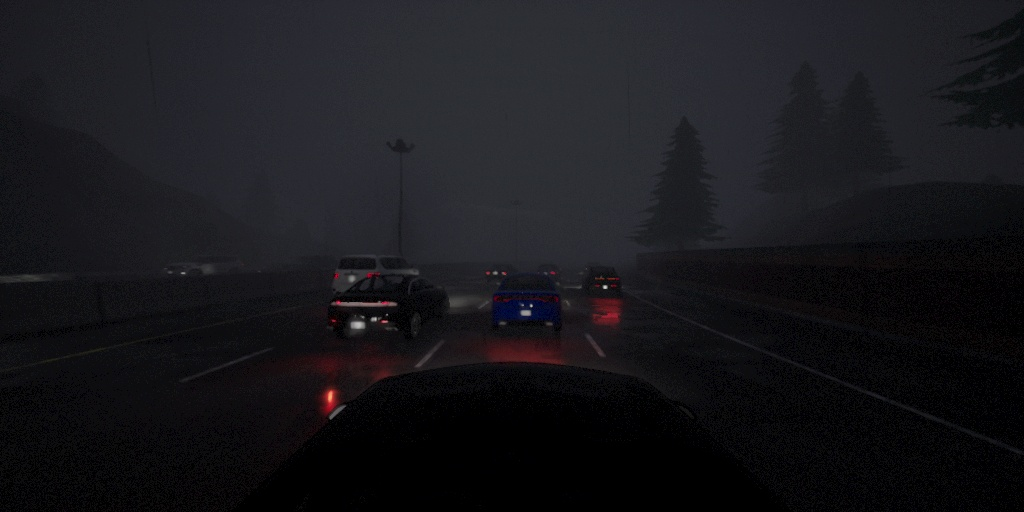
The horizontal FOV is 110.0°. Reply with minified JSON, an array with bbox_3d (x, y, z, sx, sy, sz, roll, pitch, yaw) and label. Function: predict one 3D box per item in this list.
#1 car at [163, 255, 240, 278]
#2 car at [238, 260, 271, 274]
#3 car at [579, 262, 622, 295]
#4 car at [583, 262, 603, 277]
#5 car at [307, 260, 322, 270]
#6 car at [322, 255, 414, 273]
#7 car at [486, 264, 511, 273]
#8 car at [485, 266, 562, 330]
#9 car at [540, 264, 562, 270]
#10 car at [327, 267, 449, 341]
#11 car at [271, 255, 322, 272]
[{"bbox_3d":[-25.574,0.899,30.053,2.150,2.045,5.566,0,0,10],"label":"car"},{"bbox_3d":[-21.505,1.244,32.855,2.033,1.411,5.357,0,0,11],"label":"car"},{"bbox_3d":[4.929,1.297,20.146,1.837,1.490,4.892,0,0,8],"label":"car"},{"bbox_3d":[8.537,1.354,37.417,1.812,1.442,4.674,0,0,15],"label":"car"},{"bbox_3d":[-14.712,1.270,31.098,2.033,1.411,5.357,0,0,11],"label":"car"},{"bbox_3d":[-6.060,0.964,16.847,2.150,2.045,5.566,0,0,6],"label":"car"},{"bbox_3d":[-0.705,1.327,29.007,2.033,1.411,5.357,0,0,11],"label":"car"},{"bbox_3d":[0.493,1.241,11.229,1.882,1.535,5.008,0,0,4],"label":"car"},{"bbox_3d":[3.017,1.343,29.751,2.033,1.411,5.357,0,0,12],"label":"car"},{"bbox_3d":[-3.089,1.238,9.913,2.128,1.511,4.902,0,0,3],"label":"car"},{"bbox_3d":[-18.083,0.931,32.108,2.150,2.045,5.566,0,0,11],"label":"car"}]
